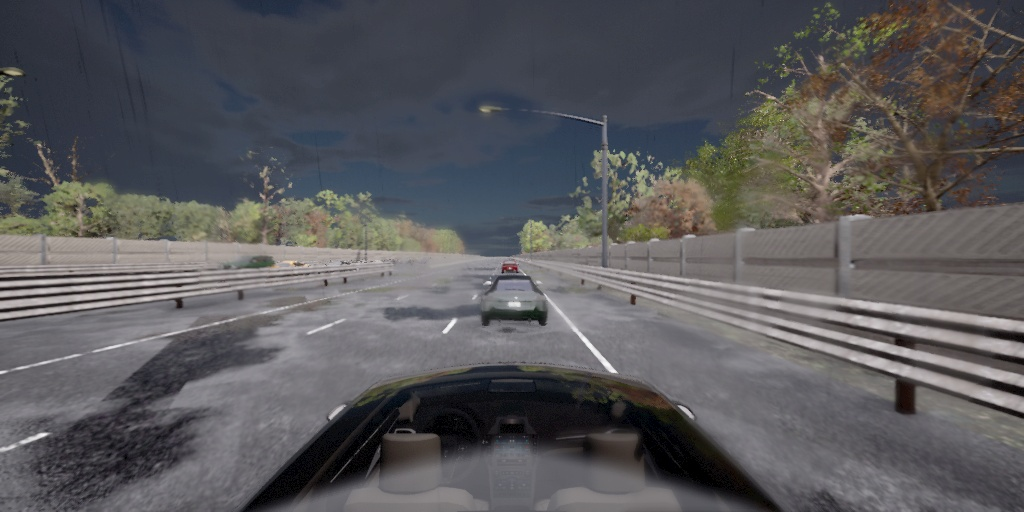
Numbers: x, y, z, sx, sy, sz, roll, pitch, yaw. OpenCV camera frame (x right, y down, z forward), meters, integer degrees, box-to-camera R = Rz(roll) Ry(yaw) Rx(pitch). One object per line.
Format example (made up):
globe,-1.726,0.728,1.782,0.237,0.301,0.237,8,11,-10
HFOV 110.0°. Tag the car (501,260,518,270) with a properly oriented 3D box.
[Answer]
car,-0.285,1.251,43.682,1.882,1.535,5.008,0,0,-1

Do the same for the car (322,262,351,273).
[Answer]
car,-17.860,1.296,36.443,1.812,1.442,4.674,0,0,0

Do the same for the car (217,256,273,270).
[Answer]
car,-24.845,0.992,33.935,2.150,2.045,5.566,0,0,0

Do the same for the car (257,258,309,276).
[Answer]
car,-21.350,1.248,34.099,1.882,1.535,5.008,0,0,0

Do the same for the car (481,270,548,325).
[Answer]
car,0.069,1.319,11.909,1.994,1.385,4.181,0,0,0
